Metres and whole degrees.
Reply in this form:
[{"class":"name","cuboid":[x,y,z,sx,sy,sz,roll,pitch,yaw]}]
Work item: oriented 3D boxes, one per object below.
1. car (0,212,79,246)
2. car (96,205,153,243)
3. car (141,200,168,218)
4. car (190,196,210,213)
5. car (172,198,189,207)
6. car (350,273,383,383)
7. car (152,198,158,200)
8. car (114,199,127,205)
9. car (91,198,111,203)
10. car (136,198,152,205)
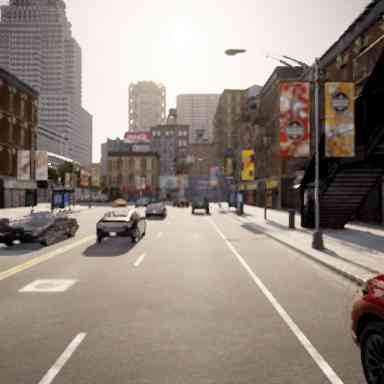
[{"class":"car","cuboid":[-7.175,1.689,16.264,2.033,1.411,5.357,0,0,0]},{"class":"car","cuboid":[-3.479,1.638,17.000,2.128,1.511,4.902,0,0,0]},{"class":"car","cuboid":[-3.562,1.850,33.510,1.994,1.385,4.181,0,0,0]},{"class":"car","cuboid":[1.022,1.575,41.826,2.150,2.045,5.566,0,0,0]},{"class":"car","cuboid":[-2.099,1.870,61.025,2.097,1.767,4.553,0,-1,-20]},{"class":"car","cuboid":[3.047,1.243,1.752,2.435,2.045,5.566,0,0,-1]},{"class":"car","cuboid":[-9.284,2.076,74.390,2.033,1.411,5.357,0,-1,-39]},{"class":"car","cuboid":[-12.525,1.977,58.247,1.882,1.535,5.008,0,0,-18]},{"class":"car","cuboid":[-24.398,2.368,90.029,4.718,1.301,1.895,0,-1,29]},{"class":"car","cuboid":[-8.606,1.992,57.061,1.837,1.490,4.892,1,-1,-14]}]
